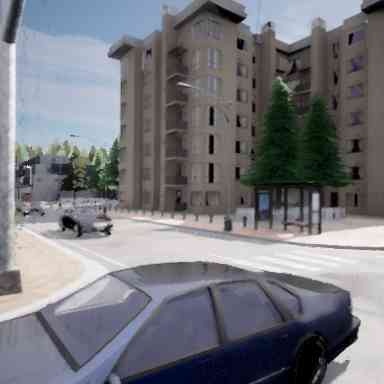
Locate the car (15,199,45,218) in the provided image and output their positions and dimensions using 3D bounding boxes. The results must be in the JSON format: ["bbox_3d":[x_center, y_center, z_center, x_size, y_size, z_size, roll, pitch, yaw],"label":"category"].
[{"bbox_3d":[-15.344,1.599,31.409,2.033,1.411,5.357,1,0,-36],"label":"car"}]

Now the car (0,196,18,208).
[{"bbox_3d":[-24.746,1.294,44.565,1.812,1.442,4.674,1,0,-36],"label":"car"}]

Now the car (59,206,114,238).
[{"bbox_3d":[-5.938,1.545,18.413,2.128,1.511,4.902,1,0,-36],"label":"car"}]

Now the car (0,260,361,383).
[{"bbox_3d":[-0.268,1.569,3.676,5.357,1.411,2.033,1,0,-35],"label":"car"}]
